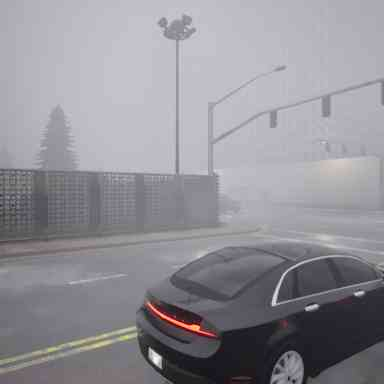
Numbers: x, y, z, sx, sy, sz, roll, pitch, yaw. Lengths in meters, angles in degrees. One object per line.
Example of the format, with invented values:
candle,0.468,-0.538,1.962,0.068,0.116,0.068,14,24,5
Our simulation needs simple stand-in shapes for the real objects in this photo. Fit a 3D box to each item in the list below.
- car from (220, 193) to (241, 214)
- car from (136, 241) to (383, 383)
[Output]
car,2.811,1.165,35.621,2.150,2.045,5.566,0,0,-35
car,1.592,1.504,4.919,4.892,1.490,1.837,0,0,-35
